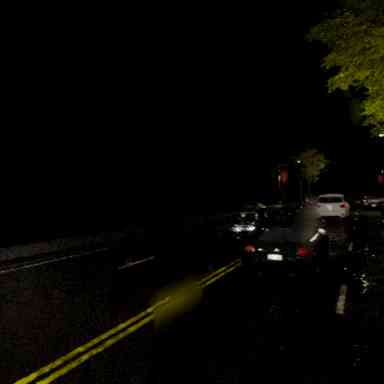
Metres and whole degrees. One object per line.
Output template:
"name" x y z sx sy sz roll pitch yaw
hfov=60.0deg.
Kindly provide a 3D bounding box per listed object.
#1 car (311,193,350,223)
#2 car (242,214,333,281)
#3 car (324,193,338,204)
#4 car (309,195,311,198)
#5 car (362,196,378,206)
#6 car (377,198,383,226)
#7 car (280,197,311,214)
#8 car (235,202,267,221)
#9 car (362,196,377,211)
"car" 10.912 1.198 25.770 2.150 2.045 5.566 -2 -1 27
"car" 2.975 1.588 10.078 1.994 1.385 4.181 -2 -1 27
"car" 27.909 1.216 66.761 2.150 2.045 5.566 -2 -1 27
"car" 23.912 1.454 66.048 2.097 1.767 4.553 -2 -1 27
"car" 27.635 1.363 51.816 2.033 1.411 5.357 -2 -1 27
"car" 12.121 1.088 19.038 2.150 2.045 5.566 -2 -1 27
"car" 9.295 1.552 30.201 1.882 1.535 5.008 -2 -1 27
"car" 5.293 1.672 29.488 2.128 1.511 4.902 -2 -1 27
"car" 20.498 1.406 37.639 1.994 1.385 4.181 -2 -1 27
